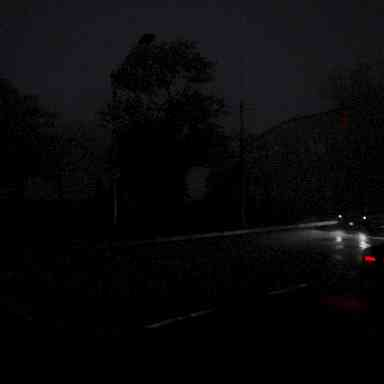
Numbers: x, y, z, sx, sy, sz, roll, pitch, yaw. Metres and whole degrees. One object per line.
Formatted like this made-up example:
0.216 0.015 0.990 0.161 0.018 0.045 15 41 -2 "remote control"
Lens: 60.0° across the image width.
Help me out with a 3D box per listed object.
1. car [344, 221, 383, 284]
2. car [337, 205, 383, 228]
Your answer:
6.236 1.504 8.193 5.357 1.411 2.033 0 0 -35 "car"
10.957 1.509 20.424 4.718 1.301 1.895 0 0 -36 "car"
